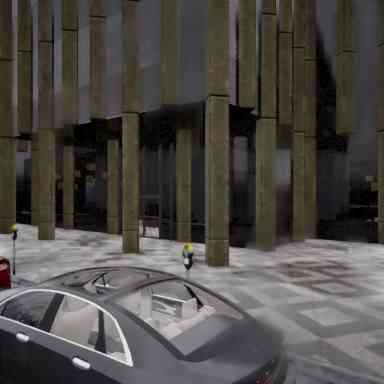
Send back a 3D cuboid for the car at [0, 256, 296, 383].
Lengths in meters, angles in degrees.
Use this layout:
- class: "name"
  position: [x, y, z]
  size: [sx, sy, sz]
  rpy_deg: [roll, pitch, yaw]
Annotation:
- class: "car"
  position: [-1.114, 1.551, 3.763]
  size: [4.403, 1.369, 2.008]
  rpy_deg: [0, 0, 36]
